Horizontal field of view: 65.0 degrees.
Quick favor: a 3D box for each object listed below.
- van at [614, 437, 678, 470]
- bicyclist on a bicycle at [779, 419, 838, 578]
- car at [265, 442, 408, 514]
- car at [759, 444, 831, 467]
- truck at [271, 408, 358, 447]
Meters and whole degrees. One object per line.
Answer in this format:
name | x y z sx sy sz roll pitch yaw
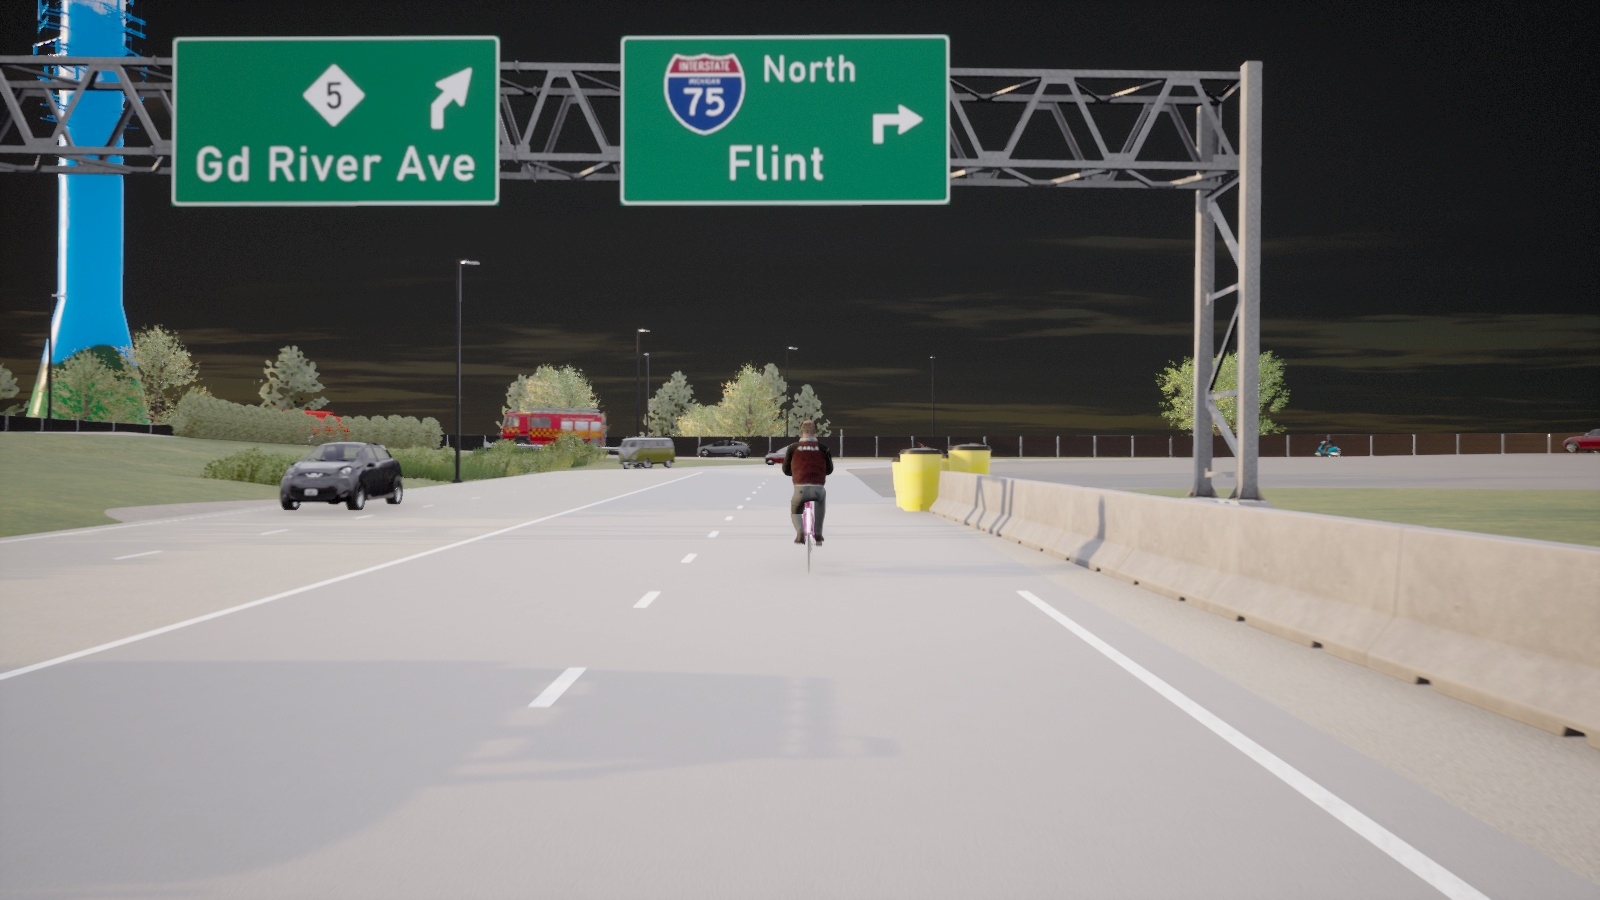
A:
van | -9.671 0.200 79.012 1.775 1.987 4.442 -3 -1 27
bicyclist on a bicycle | 0.101 0.533 14.934 0.659 1.776 1.843 0 1 0
car | -10.318 0.576 28.219 1.845 1.501 3.633 0 0 1
car | -0.327 0.353 86.611 4.792 1.488 2.163 -1 1 -44
truck | -34.829 -1.572 90.226 2.627 2.467 5.204 0 -2 32
